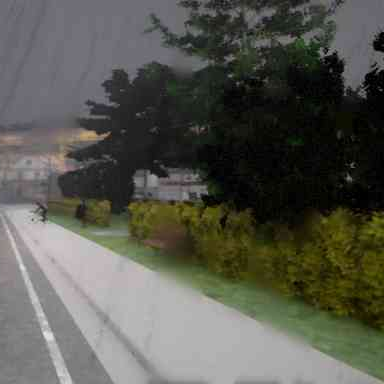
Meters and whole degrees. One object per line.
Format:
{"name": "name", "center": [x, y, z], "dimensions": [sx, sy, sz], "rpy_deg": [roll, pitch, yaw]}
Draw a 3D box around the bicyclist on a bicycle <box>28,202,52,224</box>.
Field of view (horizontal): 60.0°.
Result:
{"name": "bicyclist on a bicycle", "center": [-11.022, 1.543, 24.167], "dimensions": [1.656, 1.620, 0.582], "rpy_deg": [1, -1, -31]}
